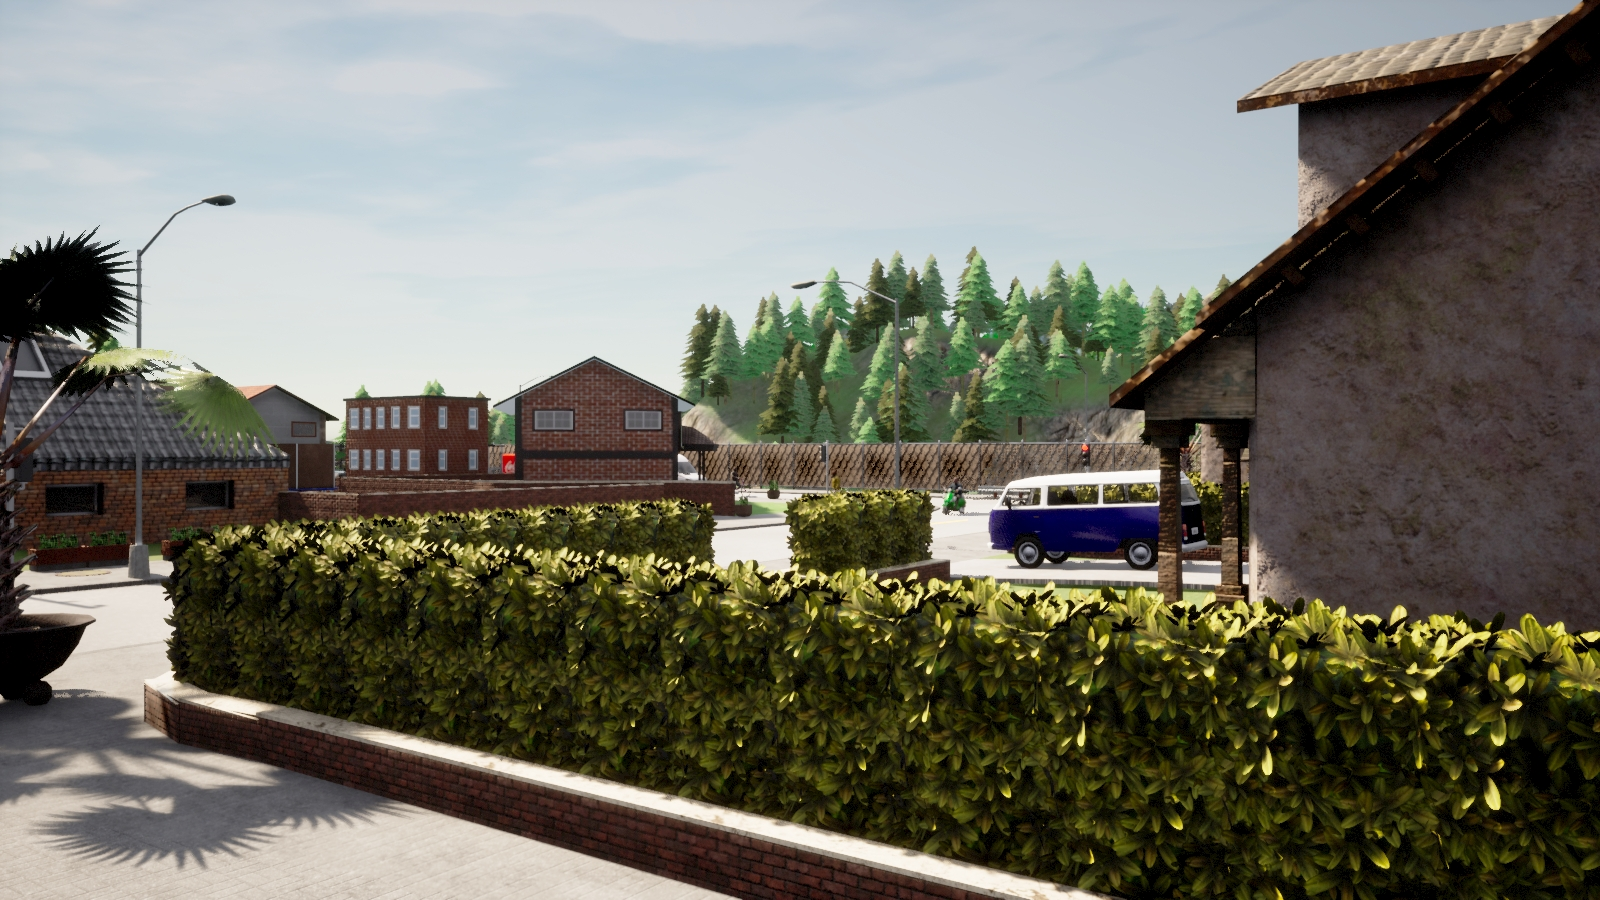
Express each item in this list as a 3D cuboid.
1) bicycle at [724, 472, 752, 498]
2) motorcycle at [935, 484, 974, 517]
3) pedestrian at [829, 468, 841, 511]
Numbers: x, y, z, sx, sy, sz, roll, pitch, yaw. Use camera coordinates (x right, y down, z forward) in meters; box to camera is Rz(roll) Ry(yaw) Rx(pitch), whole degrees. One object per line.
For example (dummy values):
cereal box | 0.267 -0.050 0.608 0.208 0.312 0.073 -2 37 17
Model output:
bicycle | -3.643 2.044 67.431 1.835 1.471 0.329 0 0 35
motorcycle | 6.604 2.133 48.782 0.856 1.316 1.805 0 0 37
pedestrian | 1.539 1.734 50.010 0.375 1.860 0.375 0 0 -37
